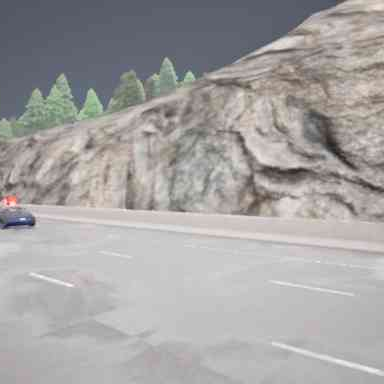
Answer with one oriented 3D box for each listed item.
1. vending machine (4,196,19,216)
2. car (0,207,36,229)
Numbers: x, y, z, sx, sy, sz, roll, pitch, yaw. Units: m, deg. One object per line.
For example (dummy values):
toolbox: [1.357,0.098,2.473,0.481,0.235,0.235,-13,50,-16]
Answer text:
vending machine: [-18.806,1.436,34.586,0.880,2.100,1.100,0,-1,40]
car: [-12.531,1.725,22.901,4.181,1.385,1.994,0,-1,40]
